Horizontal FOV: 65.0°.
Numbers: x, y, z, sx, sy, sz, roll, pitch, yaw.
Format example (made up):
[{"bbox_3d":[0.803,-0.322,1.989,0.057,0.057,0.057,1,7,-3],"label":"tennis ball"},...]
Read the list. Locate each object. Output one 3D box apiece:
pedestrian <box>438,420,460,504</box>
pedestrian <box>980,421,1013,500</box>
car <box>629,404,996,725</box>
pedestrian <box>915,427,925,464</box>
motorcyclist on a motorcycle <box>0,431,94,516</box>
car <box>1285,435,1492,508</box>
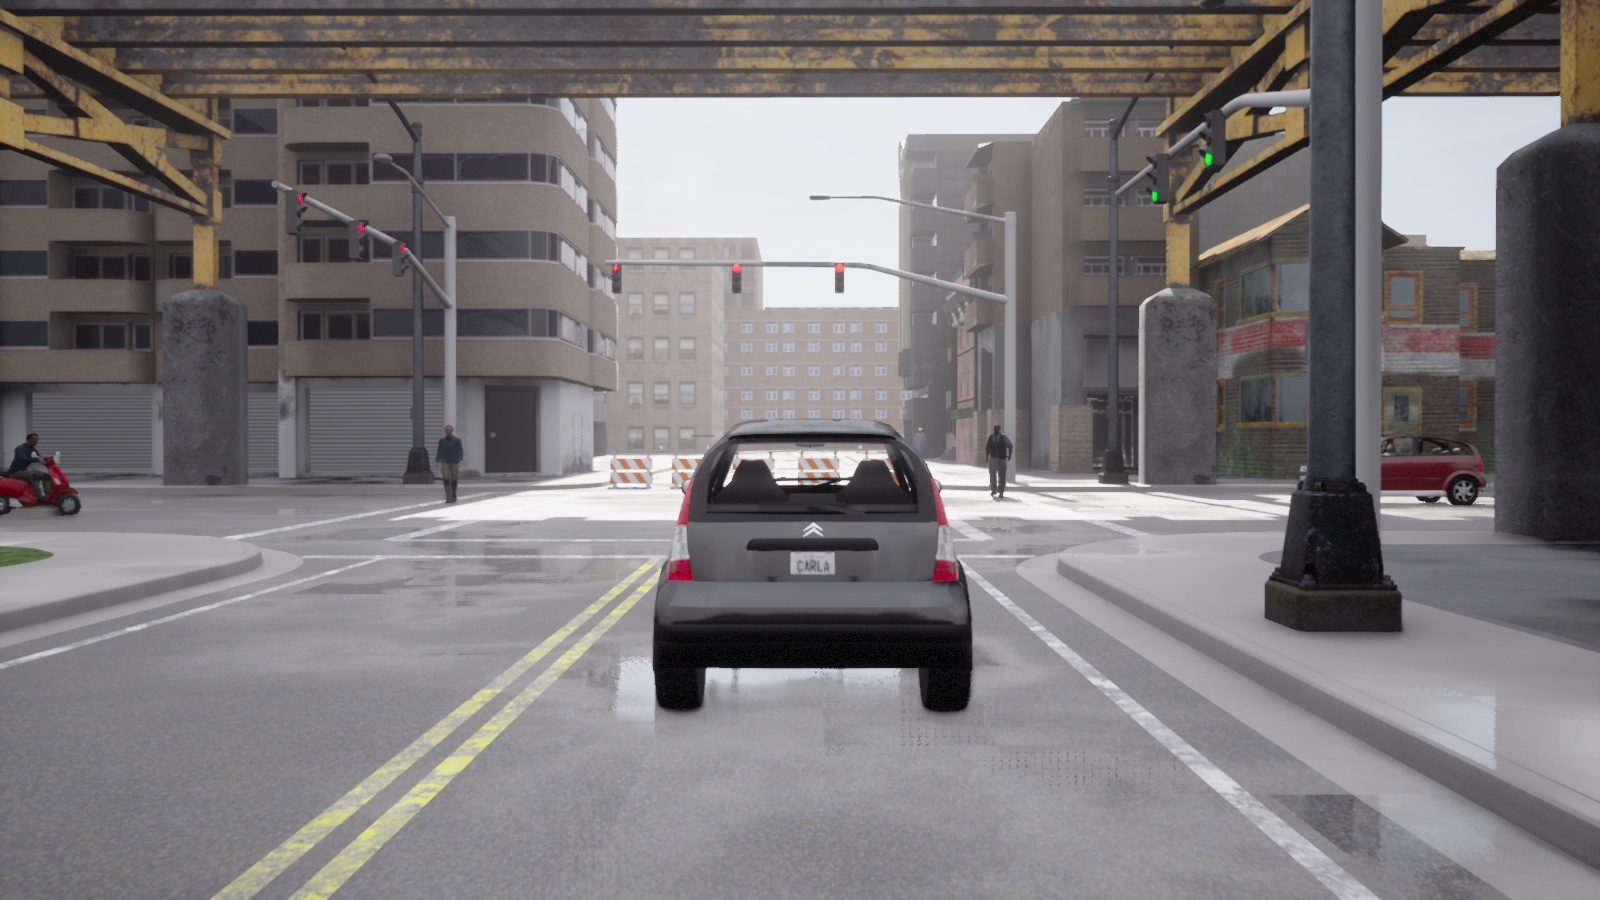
[{"bbox_3d":[-7.800,0.250,27.934,0.402,1.842,0.726,0,1,-11],"label":"pedestrian"},{"bbox_3d":[4.726,0.240,30.144,0.563,1.883,0.849,0,1,26],"label":"pedestrian"},{"bbox_3d":[0.074,0.558,8.339,1.851,1.617,3.988,0,1,0],"label":"car"},{"bbox_3d":[6.102,-0.240,63.732,0.354,1.836,0.706,0,1,-7],"label":"pedestrian"},{"bbox_3d":[-14.687,0.440,24.088,1.817,1.590,0.866,0,1,0],"label":"motorcyclist on a motorcycle"},{"bbox_3d":[12.823,0.449,27.517,3.705,1.549,1.789,0,1,0],"label":"car"}]
